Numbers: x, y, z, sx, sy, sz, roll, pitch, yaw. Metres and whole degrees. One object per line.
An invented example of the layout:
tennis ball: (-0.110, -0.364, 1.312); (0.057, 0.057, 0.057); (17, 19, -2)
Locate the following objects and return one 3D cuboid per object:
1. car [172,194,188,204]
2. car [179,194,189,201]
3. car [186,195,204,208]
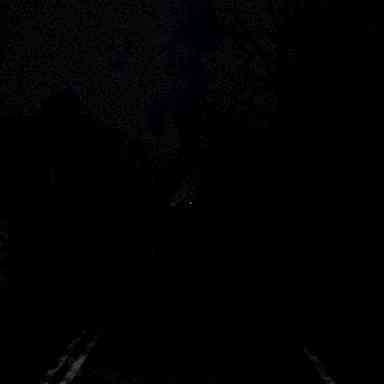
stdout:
car: (-2.358, 1.323, 58.023); (2.128, 1.511, 4.902); (0, 0, 2)
car: (-1.795, 1.209, 73.818); (1.882, 1.535, 5.008); (0, 0, 2)
car: (0.682, 1.452, 45.352); (2.033, 1.411, 5.357); (0, 0, 1)
